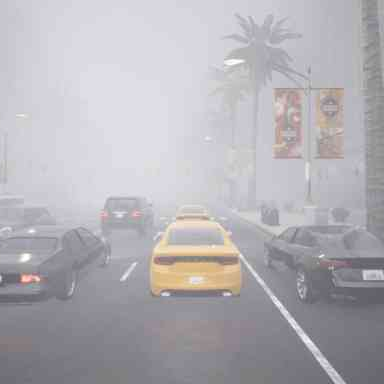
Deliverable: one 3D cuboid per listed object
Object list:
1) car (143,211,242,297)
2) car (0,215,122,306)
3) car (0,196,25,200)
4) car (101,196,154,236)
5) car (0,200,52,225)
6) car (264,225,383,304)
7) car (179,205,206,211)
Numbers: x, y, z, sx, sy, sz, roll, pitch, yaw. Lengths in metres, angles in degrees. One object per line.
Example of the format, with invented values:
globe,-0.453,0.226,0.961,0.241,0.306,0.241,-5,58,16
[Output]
car,0.073,1.478,8.618,1.882,1.535,5.008,0,0,0
car,-3.422,1.547,8.275,2.033,1.411,5.357,0,0,0
car,-10.609,1.223,17.424,2.150,2.045,5.566,0,0,0
car,-3.462,1.222,18.546,2.150,2.045,5.566,0,0,0
car,-7.117,1.351,13.202,2.097,1.767,4.553,0,0,0
car,3.166,1.513,8.206,2.161,1.482,4.786,0,0,-1
car,0.036,1.478,18.816,1.882,1.535,5.008,0,0,0
